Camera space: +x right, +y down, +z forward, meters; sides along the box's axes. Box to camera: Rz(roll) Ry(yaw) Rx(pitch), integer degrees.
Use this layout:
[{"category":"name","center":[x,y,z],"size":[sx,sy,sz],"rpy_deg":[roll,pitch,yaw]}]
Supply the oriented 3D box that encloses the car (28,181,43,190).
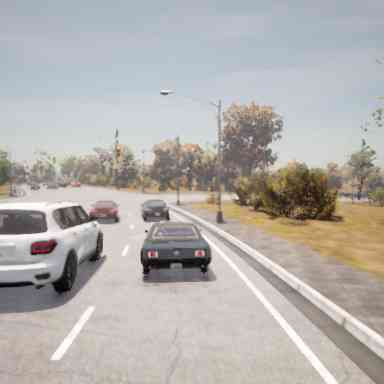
[{"category":"car","center":[-34.306,-1.228,72.885],"size":[1.837,1.490,4.892],"rpy_deg":[-2,3,-28]}]

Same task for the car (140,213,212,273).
[{"category":"car","center":[-0.600,1.603,10.788],"size":[1.895,1.301,4.718],"rpy_deg":[0,1,-5]}]

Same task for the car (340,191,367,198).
[{"category":"car","center":[32.503,0.461,66.438],"size":[5.357,1.411,2.033],"rpy_deg":[2,2,-25]}]

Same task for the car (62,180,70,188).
[{"category":"car","center":[-33.903,-1.949,86.907],"size":[1.882,1.535,5.008],"rpy_deg":[-2,3,-28]}]

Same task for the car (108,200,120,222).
[{"category":"car","center":[-6.126,1.270,23.527],"size":[1.812,1.442,4.674],"rpy_deg":[-1,2,-11]}]

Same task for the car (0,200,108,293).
[{"category":"car","center":[-3.953,1.254,9.073],"size":[2.150,2.045,5.566],"rpy_deg":[0,0,-5]}]

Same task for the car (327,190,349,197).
[{"category":"car","center":[30.446,0.342,69.340],"size":[4.181,1.385,1.994],"rpy_deg":[2,2,-25]}]

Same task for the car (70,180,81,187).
[{"category":"car","center":[-31.002,-2.174,88.894],"size":[2.097,1.767,4.553],"rpy_deg":[-2,3,-28]}]

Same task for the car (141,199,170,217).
[{"category":"car","center":[-2.731,1.227,24.318],"size":[1.812,1.442,4.674],"rpy_deg":[-1,2,-11]}]

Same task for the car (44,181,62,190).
[{"category":"car","center":[-31.230,-1.462,74.543],"size":[2.097,1.767,4.553],"rpy_deg":[-2,3,-28]}]
